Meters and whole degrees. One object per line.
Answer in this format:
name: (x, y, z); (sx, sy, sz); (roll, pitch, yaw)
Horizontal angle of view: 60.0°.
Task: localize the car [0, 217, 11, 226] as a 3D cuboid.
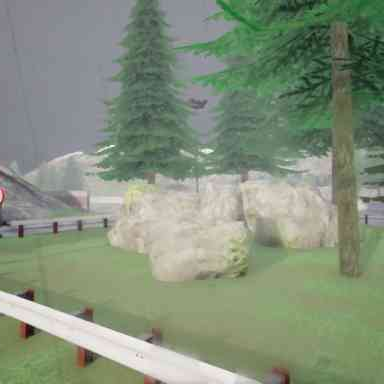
car: (-11.094, 1.348, 15.215); (5.357, 1.411, 2.033); (0, 0, 11)
